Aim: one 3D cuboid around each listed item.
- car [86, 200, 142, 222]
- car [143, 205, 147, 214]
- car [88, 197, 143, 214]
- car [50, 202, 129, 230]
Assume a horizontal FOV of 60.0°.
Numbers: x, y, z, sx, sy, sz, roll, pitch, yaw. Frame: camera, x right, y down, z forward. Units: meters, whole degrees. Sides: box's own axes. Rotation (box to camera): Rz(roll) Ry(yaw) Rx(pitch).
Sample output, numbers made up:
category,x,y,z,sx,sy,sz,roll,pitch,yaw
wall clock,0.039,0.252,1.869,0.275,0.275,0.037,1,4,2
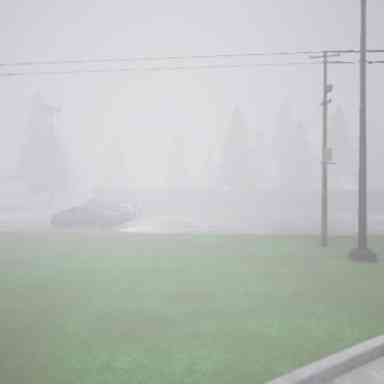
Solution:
category,x,y,z,sx,sy,sz,roll,pitch,yaw
car,-6.009,1.495,23.425,4.181,1.385,1.994,0,0,3
car,-6.451,1.269,30.465,4.553,1.767,2.097,0,0,3
car,-6.664,1.274,26.971,4.553,1.767,2.097,0,0,3
car,-6.244,1.500,19.933,4.181,1.385,1.994,0,0,3
